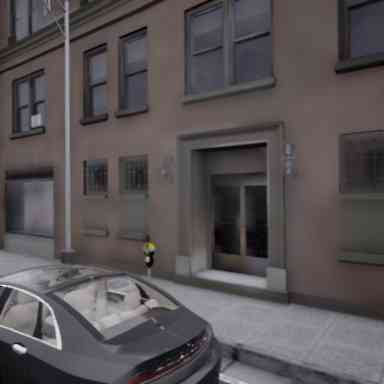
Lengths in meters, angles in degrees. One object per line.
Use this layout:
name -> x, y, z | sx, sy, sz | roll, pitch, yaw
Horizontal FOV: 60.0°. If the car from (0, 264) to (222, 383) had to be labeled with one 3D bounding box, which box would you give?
car -> -1.756, 1.585, 4.064 | 4.403, 1.369, 2.008 | -1, 0, 36
